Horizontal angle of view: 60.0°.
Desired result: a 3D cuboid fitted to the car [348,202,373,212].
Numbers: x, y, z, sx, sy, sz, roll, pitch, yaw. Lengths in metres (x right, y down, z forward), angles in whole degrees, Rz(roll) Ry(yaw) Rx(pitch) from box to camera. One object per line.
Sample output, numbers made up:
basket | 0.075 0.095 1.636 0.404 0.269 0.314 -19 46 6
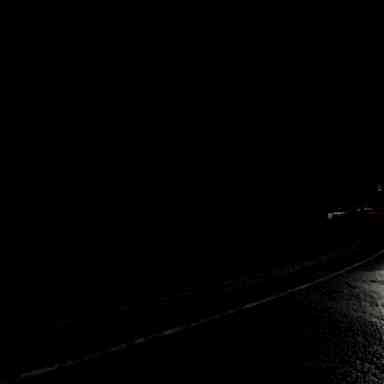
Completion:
car | 26.385 2.352 52.237 1.837 1.490 4.892 -4 -3 -2

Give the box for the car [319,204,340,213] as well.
car | 23.003 2.750 55.800 1.837 1.490 4.892 -4 -3 -1
